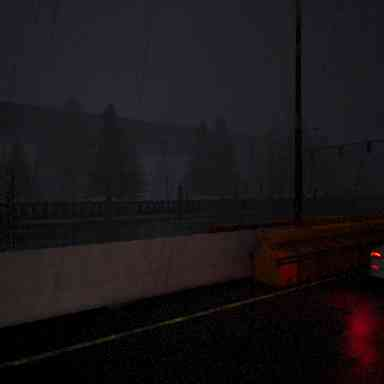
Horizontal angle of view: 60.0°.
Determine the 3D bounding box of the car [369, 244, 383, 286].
[{"bbox_3d":[6.103,1.526,8.103,4.674,1.442,1.812,0,0,-35],"label":"car"}]
